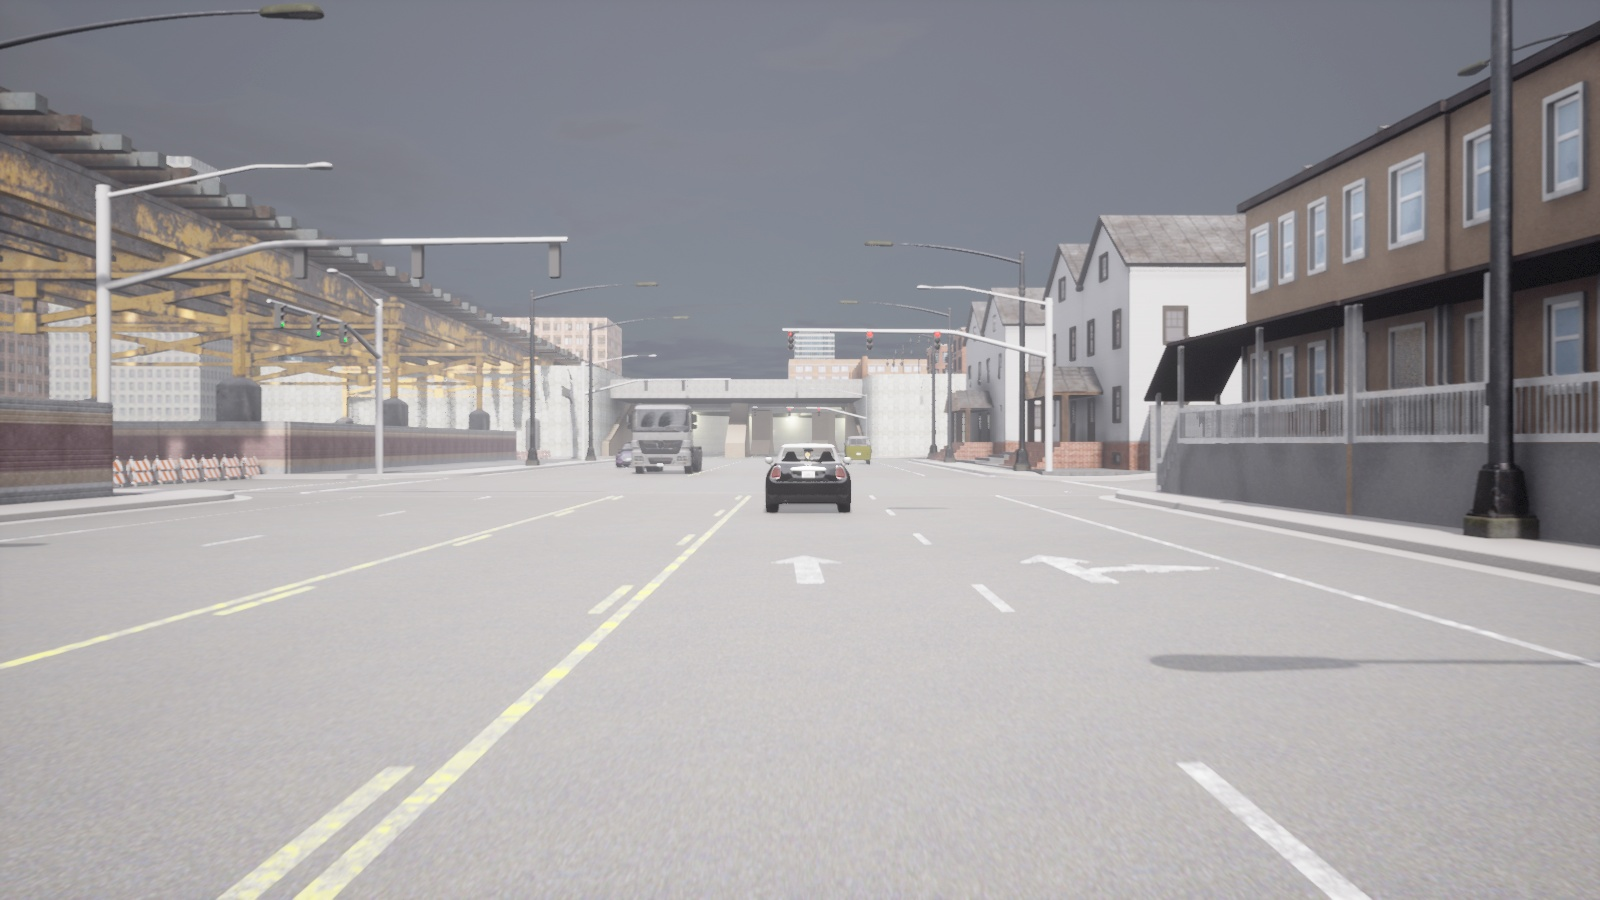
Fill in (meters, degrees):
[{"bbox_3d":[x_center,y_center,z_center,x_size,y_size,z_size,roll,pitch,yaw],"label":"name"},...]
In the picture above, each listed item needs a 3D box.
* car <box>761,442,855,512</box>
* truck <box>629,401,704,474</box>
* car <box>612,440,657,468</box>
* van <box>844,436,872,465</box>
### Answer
[{"bbox_3d":[0.179,0.554,28.091,1.970,1.475,3.806,0,0,0],"label":"car"},{"bbox_3d":[-6.610,-0.599,63.509,2.891,3.462,7.936,0,0,0],"label":"truck"},{"bbox_3d":[-10.038,0.237,76.506,2.033,1.649,4.856,0,0,0],"label":"car"},{"bbox_3d":[4.031,0.005,88.118,1.775,1.987,4.442,0,0,0],"label":"van"}]
